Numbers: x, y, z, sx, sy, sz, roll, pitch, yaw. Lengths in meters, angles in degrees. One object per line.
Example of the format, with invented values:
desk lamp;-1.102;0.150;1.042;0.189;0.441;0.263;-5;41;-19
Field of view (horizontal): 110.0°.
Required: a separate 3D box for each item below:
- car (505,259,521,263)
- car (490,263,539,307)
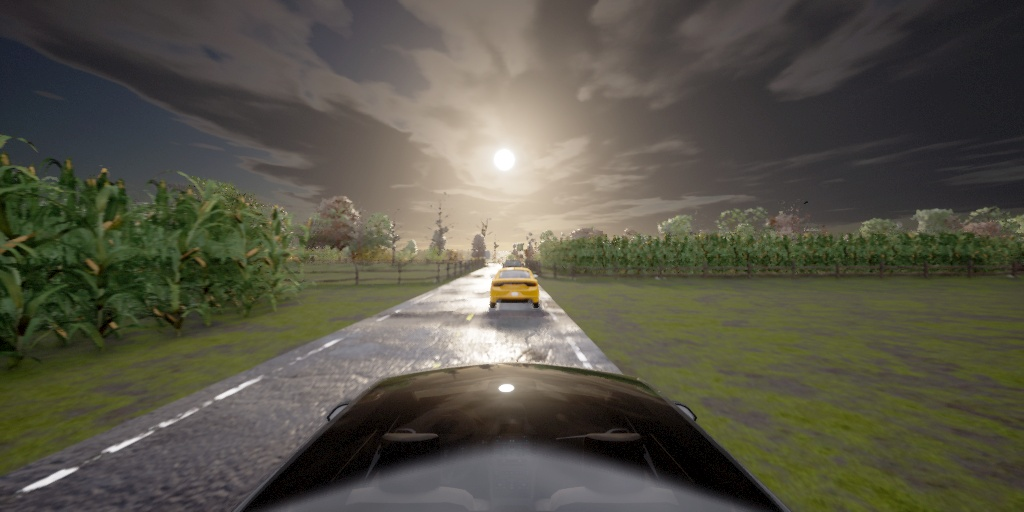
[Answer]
car;0.096;1.104;34.703;2.097;1.767;4.553;0;0;0
car;0.098;1.228;15.500;1.882;1.535;5.008;0;0;0
